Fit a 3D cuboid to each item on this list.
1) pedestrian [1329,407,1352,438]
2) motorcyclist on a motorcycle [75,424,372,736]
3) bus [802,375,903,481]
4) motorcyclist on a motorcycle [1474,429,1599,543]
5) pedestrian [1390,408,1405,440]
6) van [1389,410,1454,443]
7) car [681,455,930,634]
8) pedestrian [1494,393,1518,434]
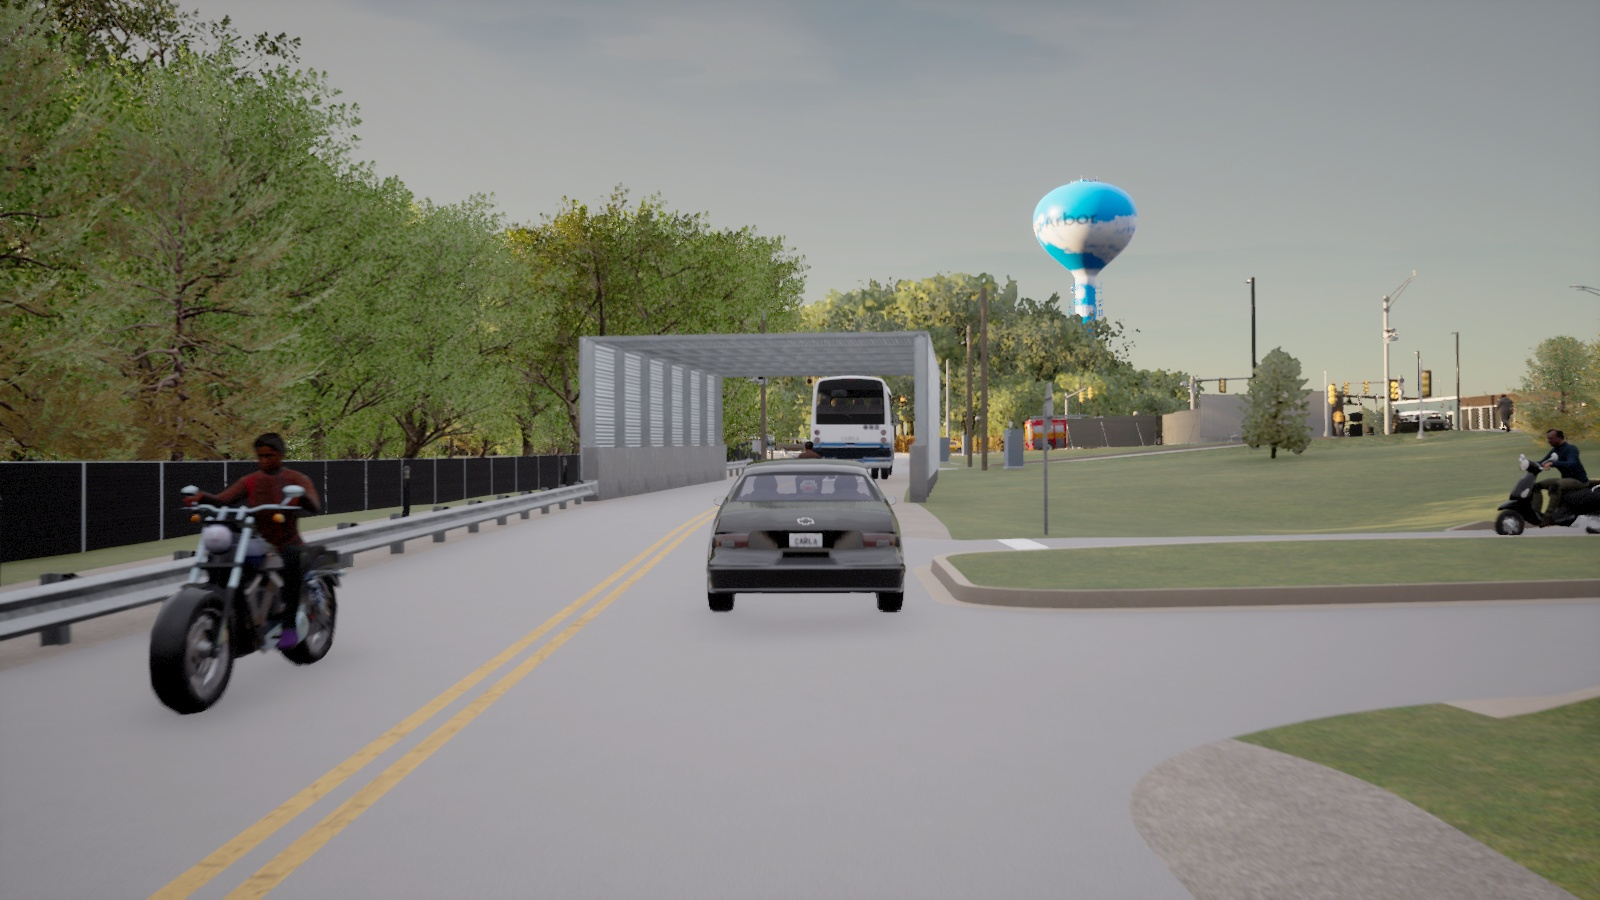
[{"bbox_3d":[32.563,-1.646,75.696,0.874,1.855,0.900,0,-1,-16],"label":"pedestrian"},{"bbox_3d":[-3.448,0.688,7.816,0.766,1.649,2.350,0,0,0],"label":"motorcyclist on a motorcycle"},{"bbox_3d":[2.518,-0.916,55.829,3.944,4.253,10.273,0,0,5],"label":"bus"},{"bbox_3d":[10.884,0.508,18.124,1.817,1.590,0.866,-1,-1,-2],"label":"motorcyclist on a motorcycle"},{"bbox_3d":[36.814,-1.615,77.336,0.692,1.930,0.396,0,-1,-2],"label":"pedestrian"},{"bbox_3d":[41.518,-1.552,83.964,2.069,2.038,4.480,0,-1,-1],"label":"van"},{"bbox_3d":[0.053,0.785,12.952,2.033,1.411,5.357,0,0,0],"label":"car"},{"bbox_3d":[34.370,-1.778,61.113,0.659,1.952,0.873,0,-1,-1],"label":"pedestrian"}]
